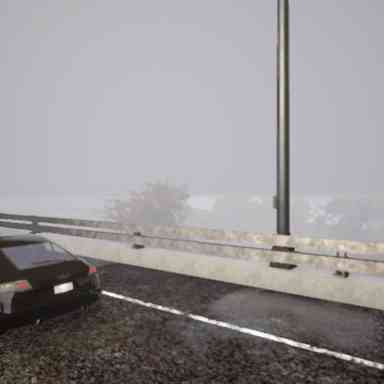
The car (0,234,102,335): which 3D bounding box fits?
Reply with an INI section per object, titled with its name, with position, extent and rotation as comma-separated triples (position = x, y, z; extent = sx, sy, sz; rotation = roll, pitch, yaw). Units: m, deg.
[car]
position = -3.760, 1.566, 6.706
extent = 4.181, 1.385, 1.994
rotation = 0, 0, 36
